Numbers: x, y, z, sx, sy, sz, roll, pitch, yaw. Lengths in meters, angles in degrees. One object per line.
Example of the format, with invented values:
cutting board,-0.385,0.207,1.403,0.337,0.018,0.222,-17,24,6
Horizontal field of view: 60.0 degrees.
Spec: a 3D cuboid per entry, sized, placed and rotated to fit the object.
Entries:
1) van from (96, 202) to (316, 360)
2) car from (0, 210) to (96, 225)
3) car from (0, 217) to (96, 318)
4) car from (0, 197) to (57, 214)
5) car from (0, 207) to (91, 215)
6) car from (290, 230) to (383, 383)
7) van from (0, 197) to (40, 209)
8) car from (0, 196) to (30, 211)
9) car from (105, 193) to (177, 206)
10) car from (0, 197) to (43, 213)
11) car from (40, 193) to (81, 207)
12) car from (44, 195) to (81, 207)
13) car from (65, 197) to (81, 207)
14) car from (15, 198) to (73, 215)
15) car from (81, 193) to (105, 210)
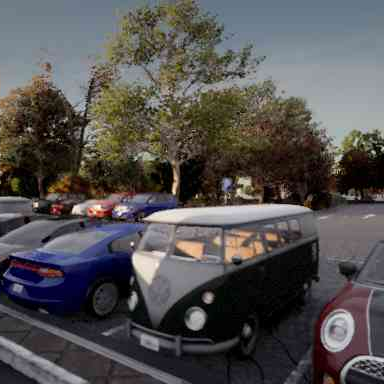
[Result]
van,0.774,1.235,5.816,1.878,1.987,4.442,0,0,35
car,-3.745,1.460,9.137,2.163,1.488,4.792,0,0,35
car,-1.447,1.445,7.532,2.097,1.535,5.008,0,0,35
car,-16.833,1.349,34.492,2.163,1.488,4.792,0,0,35
car,-6.030,1.444,10.762,2.163,1.488,4.792,0,0,35
car,3.144,1.350,4.312,2.185,1.767,4.553,0,0,35
van,-8.364,1.174,12.314,1.878,1.987,4.442,0,0,35
car,-21.464,1.304,37.594,1.946,1.575,5.366,0,0,35
car,-3.315,1.132,24.882,2.435,2.045,5.566,0,0,35
car,-19.089,1.313,36.126,2.097,1.535,5.008,0,0,35
car,-12.294,1.082,31.266,2.435,2.045,5.566,0,0,35
car,-10.010,1.344,29.670,2.097,1.535,5.008,0,0,35
car,-7.841,1.395,28.131,2.002,1.452,4.674,0,0,35
car,-14.530,1.355,32.926,2.163,1.488,4.792,0,0,35
car,-5.485,1.117,26.424,2.435,2.045,5.566,0,0,35
